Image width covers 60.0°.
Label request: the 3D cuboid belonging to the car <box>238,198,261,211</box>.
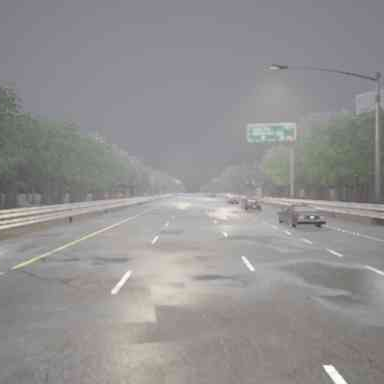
[{"bbox_3d":[7.075,1.506,39.959,1.812,1.442,4.674,0,0,0],"label":"car"}]

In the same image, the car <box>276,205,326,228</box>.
[{"bbox_3d":[7.021,1.540,21.931,2.033,1.411,5.357,0,0,0],"label":"car"}]

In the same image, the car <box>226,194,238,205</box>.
[{"bbox_3d":[7.137,1.552,58.654,1.895,1.301,4.718,0,0,0],"label":"car"}]
